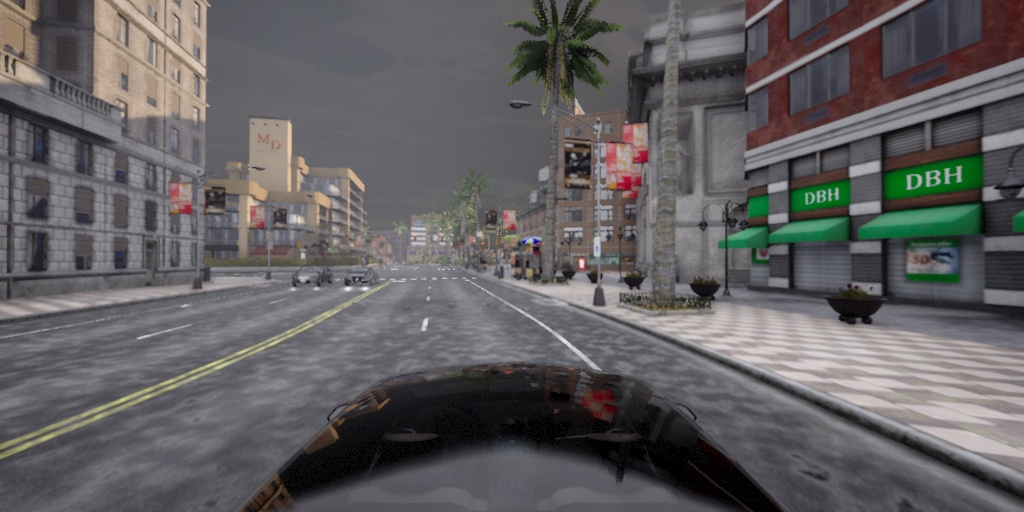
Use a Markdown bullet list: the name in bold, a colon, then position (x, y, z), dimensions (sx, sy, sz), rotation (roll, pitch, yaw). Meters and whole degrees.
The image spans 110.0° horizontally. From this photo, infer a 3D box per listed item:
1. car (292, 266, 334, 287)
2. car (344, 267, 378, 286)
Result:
- **car**: position (-15.322, 1.507, 27.796), dimensions (2.128, 1.511, 4.902), rotation (0, -1, -12)
- **car**: position (-11.905, 1.583, 28.555), dimensions (1.994, 1.385, 4.181), rotation (0, -1, -12)
